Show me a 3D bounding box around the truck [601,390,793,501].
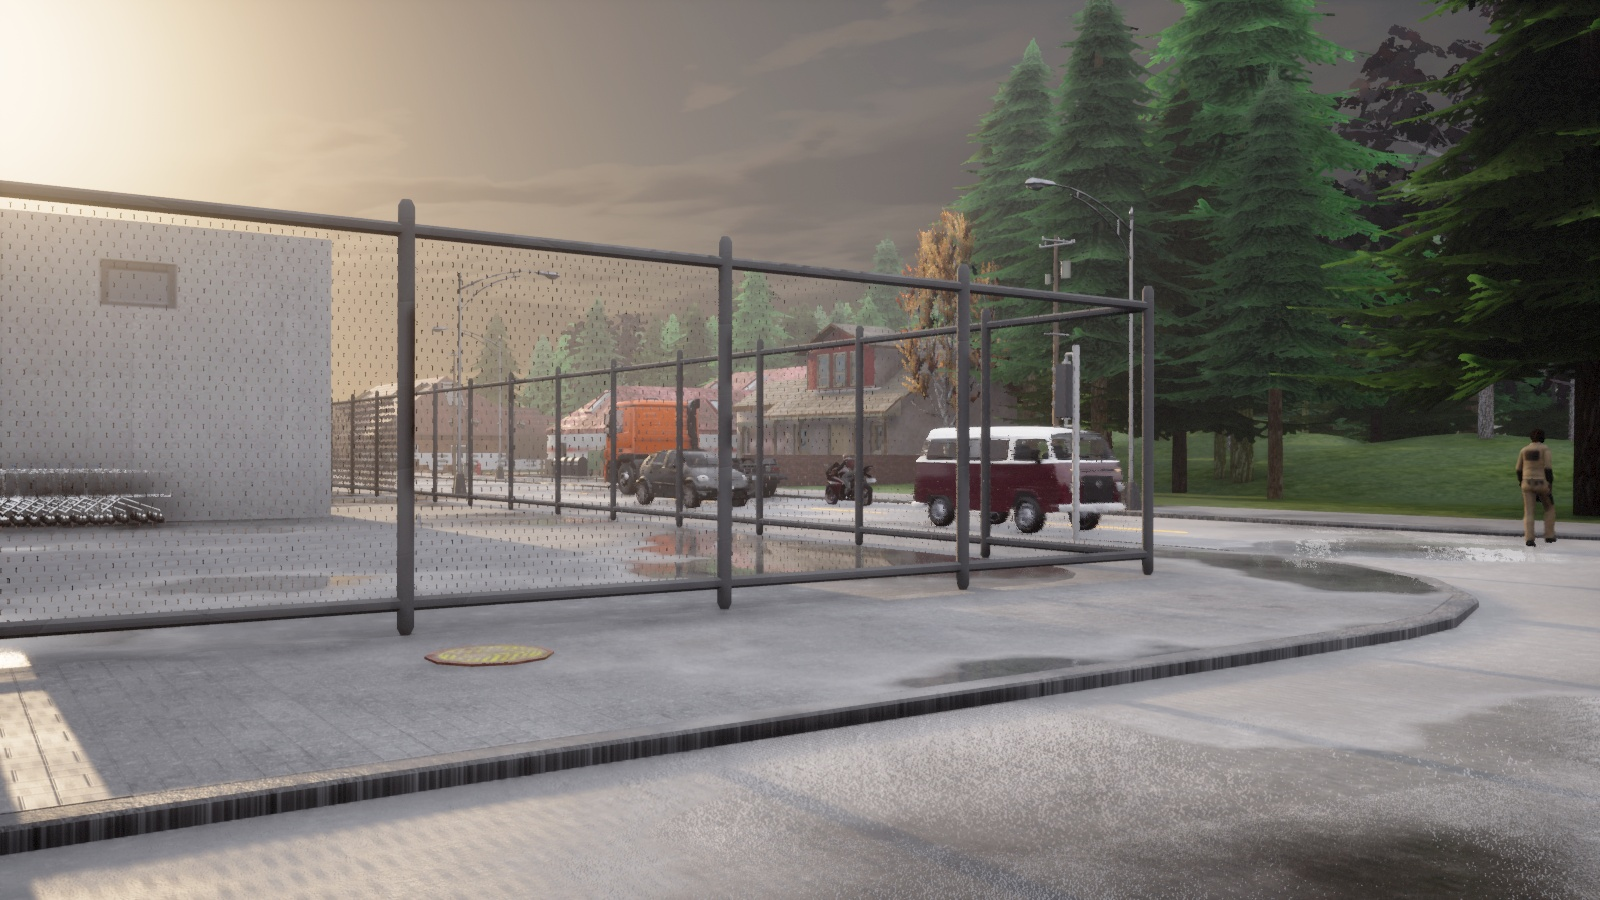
[{"bbox_3d":[-3.727,-0.123,43.236,2.891,3.462,7.936,0,0,-36],"label":"truck"}]

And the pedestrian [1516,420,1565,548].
[{"bbox_3d":[11.436,0.517,19.399,0.692,1.930,0.396,0,0,-35],"label":"pedestrian"}]

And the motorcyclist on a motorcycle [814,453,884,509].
[{"bbox_3d":[1.377,0.865,35.853,0.866,1.530,2.191,0,0,-35],"label":"motorcyclist on a motorcycle"}]

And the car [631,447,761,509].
[{"bbox_3d":[-2.963,0.736,35.092,1.851,1.617,3.988,0,0,-35],"label":"car"}]

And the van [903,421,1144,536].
[{"bbox_3d":[4.263,0.521,24.643,2.069,2.038,4.480,0,0,-35],"label":"van"}]
